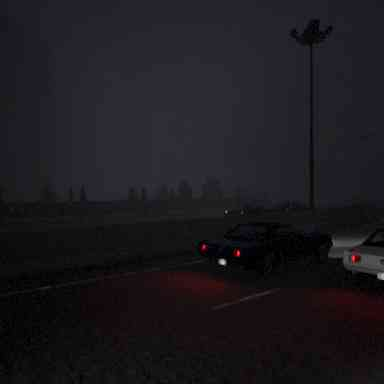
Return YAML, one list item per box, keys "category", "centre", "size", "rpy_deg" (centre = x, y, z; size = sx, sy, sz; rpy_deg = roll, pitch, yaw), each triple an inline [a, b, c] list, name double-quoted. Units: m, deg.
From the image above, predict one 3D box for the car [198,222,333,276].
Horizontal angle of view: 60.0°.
- category: "car"
  centre: [2.518, 1.612, 10.486]
  size: [4.718, 1.301, 1.895]
  rpy_deg: [0, 0, -40]

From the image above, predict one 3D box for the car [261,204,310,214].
- category: "car"
  centre: [7.346, 1.293, 25.081]
  size: [1.994, 1.385, 4.181]
  rpy_deg: [0, 0, 41]

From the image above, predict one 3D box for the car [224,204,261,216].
- category: "car"
  centre: [4.693, 1.636, 27.362]
  size: [1.895, 1.301, 4.718]
  rpy_deg: [0, 0, 41]

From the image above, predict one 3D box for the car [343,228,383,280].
- category: "car"
  centre: [5.962, 1.602, 8.877]
  size: [4.718, 1.301, 1.895]
  rpy_deg: [0, 0, -41]
